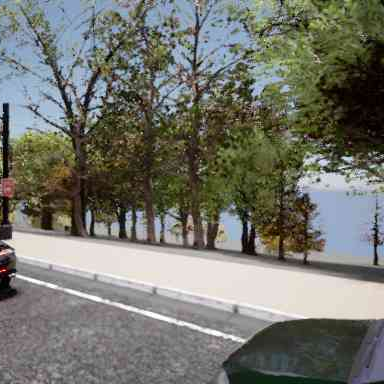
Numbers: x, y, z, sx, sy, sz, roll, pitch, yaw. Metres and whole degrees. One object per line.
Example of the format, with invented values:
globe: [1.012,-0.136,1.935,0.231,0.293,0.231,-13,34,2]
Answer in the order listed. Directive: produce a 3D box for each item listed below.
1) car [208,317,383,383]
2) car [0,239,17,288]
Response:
car: [2.107,1.564,2.182,4.181,1.385,1.994,0,0,35]
car: [-6.062,1.485,7.989,4.902,1.511,2.128,0,0,37]
